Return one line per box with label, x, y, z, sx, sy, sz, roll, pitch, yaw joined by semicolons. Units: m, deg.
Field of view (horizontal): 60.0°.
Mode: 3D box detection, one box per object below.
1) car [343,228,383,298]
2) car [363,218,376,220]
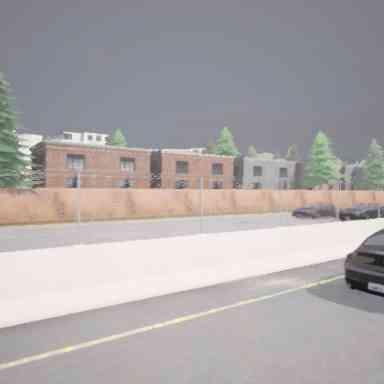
car;5.402;1.525;7.593;4.892;1.490;1.837;0;0;-35
car;13.975;1.606;26.834;5.357;1.411;2.033;0;0;-35
